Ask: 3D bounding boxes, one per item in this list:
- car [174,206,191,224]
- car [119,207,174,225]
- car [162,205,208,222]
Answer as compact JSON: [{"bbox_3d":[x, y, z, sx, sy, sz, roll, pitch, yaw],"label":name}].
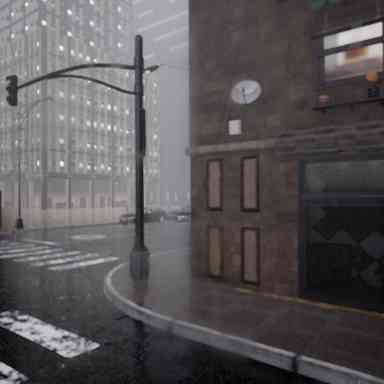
[{"bbox_3d":[0.482,1.835,27.425,2.128,1.511,4.902,0,-1,35],"label":"car"},{"bbox_3d":[-3.775,1.860,26.122,2.008,1.369,4.403,-1,-2,35],"label":"car"},{"bbox_3d":[-0.568,1.941,30.675,2.008,1.369,4.403,-1,-2,35],"label":"car"}]
